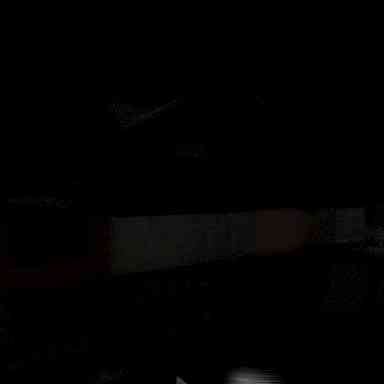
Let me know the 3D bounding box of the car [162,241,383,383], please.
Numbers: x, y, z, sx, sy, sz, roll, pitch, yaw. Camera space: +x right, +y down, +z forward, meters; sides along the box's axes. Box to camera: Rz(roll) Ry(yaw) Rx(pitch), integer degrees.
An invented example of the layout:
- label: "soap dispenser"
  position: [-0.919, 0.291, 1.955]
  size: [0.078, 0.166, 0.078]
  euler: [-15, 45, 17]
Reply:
- label: "car"
  position: [1.989, 1.489, 4.398]
  size: [5.008, 1.535, 1.882]
  euler: [0, 0, -34]
